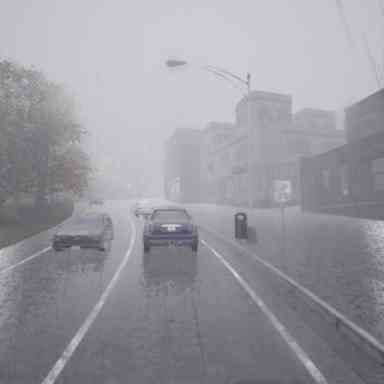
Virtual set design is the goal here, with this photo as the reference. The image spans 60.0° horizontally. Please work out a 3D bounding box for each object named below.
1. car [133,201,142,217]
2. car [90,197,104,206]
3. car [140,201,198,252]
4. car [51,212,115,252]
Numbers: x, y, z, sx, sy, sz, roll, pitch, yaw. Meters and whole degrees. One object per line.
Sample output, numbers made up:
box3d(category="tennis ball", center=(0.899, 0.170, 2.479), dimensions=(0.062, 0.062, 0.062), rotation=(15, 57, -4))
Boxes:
box3d(category="car", center=(-4.661, 1.630, 32.188), dimensions=(1.812, 1.442, 4.674), rotation=(1, 0, -15))
box3d(category="car", center=(-15.448, 1.489, 53.854), dimensions=(1.994, 1.385, 4.181), rotation=(2, 0, -18))
box3d(category="car", center=(-1.028, 1.398, 14.424), dimensions=(2.097, 1.767, 4.553), rotation=(0, 0, -7))
box3d(category="car", center=(-4.395, 1.568, 14.276), dimensions=(2.033, 1.411, 5.357), rotation=(0, 0, -7))
